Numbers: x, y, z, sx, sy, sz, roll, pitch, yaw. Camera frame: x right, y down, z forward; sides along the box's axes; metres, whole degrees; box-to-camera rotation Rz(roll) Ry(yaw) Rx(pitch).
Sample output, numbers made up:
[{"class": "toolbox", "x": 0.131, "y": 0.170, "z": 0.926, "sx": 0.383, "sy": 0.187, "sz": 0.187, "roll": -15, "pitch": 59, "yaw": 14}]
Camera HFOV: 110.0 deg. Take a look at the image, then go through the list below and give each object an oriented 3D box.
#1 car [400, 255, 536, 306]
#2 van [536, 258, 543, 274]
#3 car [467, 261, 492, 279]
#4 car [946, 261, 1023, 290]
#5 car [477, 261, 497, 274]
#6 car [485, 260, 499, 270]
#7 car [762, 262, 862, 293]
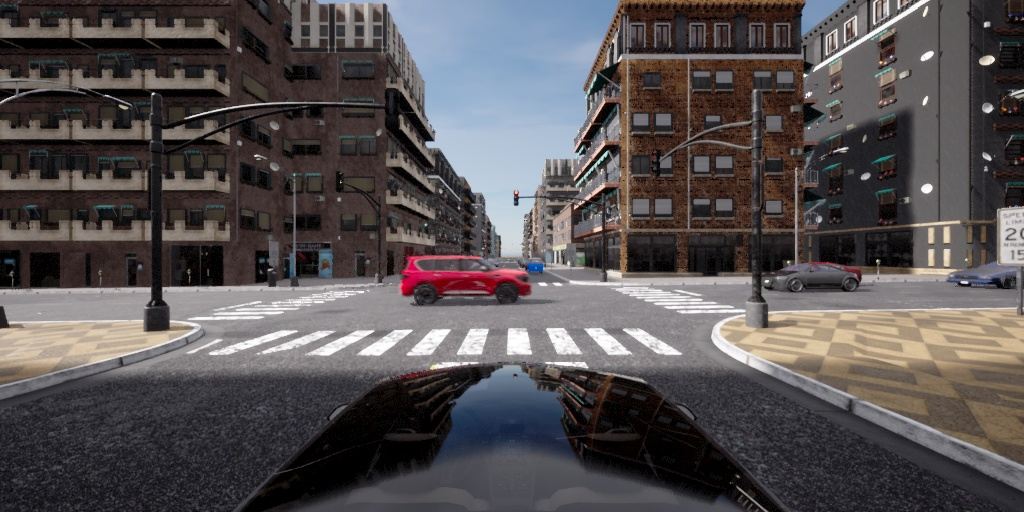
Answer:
[{"class": "car", "x": -1.950, "y": 0.986, "z": 15.434, "sx": 5.566, "sy": 2.045, "sz": 2.150, "roll": -1, "pitch": 0, "yaw": 0}, {"class": "van", "x": 2.613, "y": 1.080, "z": 40.849, "sx": 1.690, "sy": 1.789, "sz": 3.998, "roll": 0, "pitch": 0, "yaw": 0}, {"class": "car", "x": -2.912, "y": 1.247, "z": 33.161, "sx": 1.837, "sy": 1.490, "sz": 4.892, "roll": 0, "pitch": 0, "yaw": 0}, {"class": "car", "x": 25.824, "y": 0.923, "z": 18.353, "sx": 5.357, "sy": 1.411, "sz": 2.033, "roll": -1, "pitch": 0, "yaw": 0}, {"class": "car", "x": -2.939, "y": 1.286, "z": 43.063, "sx": 2.033, "sy": 1.411, "sz": 5.357, "roll": 0, "pitch": 0, "yaw": -1}, {"class": "car", "x": -2.943, "y": 1.336, "z": 53.354, "sx": 1.895, "sy": 1.301, "sz": 4.718, "roll": 0, "pitch": 0, "yaw": 0}, {"class": "car", "x": 15.026, "y": 1.087, "z": 18.325, "sx": 4.181, "sy": 1.385, "sz": 1.994, "roll": -1, "pitch": 0, "yaw": 0}]
